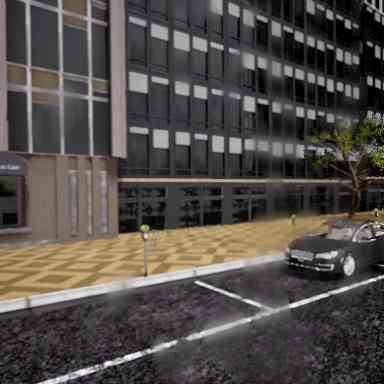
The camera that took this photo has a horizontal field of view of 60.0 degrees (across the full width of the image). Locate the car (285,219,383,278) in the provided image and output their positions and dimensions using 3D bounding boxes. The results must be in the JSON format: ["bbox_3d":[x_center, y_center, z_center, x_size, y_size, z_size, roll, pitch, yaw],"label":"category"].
[{"bbox_3d":[4.584,1.500,9.833,4.403,1.369,2.008,0,0,-35],"label":"car"}]
